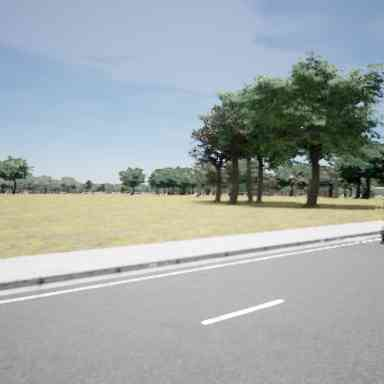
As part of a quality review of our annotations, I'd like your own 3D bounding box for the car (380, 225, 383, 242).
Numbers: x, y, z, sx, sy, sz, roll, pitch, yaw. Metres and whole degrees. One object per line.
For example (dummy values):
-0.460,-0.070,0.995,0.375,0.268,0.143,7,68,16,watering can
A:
10.428,1.545,15.081,4.674,1.442,1.812,0,0,-35,car
